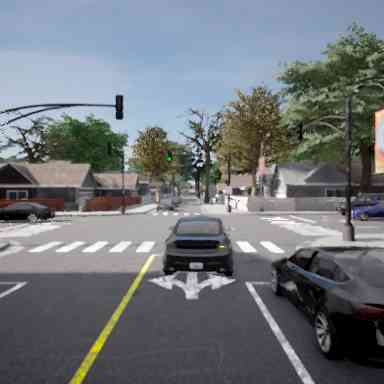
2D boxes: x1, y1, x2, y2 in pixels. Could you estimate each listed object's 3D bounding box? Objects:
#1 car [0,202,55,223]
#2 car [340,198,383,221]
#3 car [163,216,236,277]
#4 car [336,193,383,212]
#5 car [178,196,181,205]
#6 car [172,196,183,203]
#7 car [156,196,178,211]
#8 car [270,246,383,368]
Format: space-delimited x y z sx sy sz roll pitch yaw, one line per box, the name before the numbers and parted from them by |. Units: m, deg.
car | -13.129 1.543 25.513 5.008 1.535 1.882 0 0 3
car | 14.254 1.430 25.503 4.674 1.442 1.812 0 0 -2
car | 0.287 1.503 10.297 1.837 1.490 4.892 0 0 4
car | 15.457 1.119 28.750 5.566 2.045 2.150 0 0 0
car | -3.039 1.529 50.397 1.837 1.490 4.892 0 0 0
car | -3.093 1.575 70.814 2.128 1.511 4.902 0 0 0
car | -3.110 1.541 40.326 1.812 1.442 4.674 0 0 2
car | 2.638 1.565 5.778 1.947 1.339 4.313 0 0 0
